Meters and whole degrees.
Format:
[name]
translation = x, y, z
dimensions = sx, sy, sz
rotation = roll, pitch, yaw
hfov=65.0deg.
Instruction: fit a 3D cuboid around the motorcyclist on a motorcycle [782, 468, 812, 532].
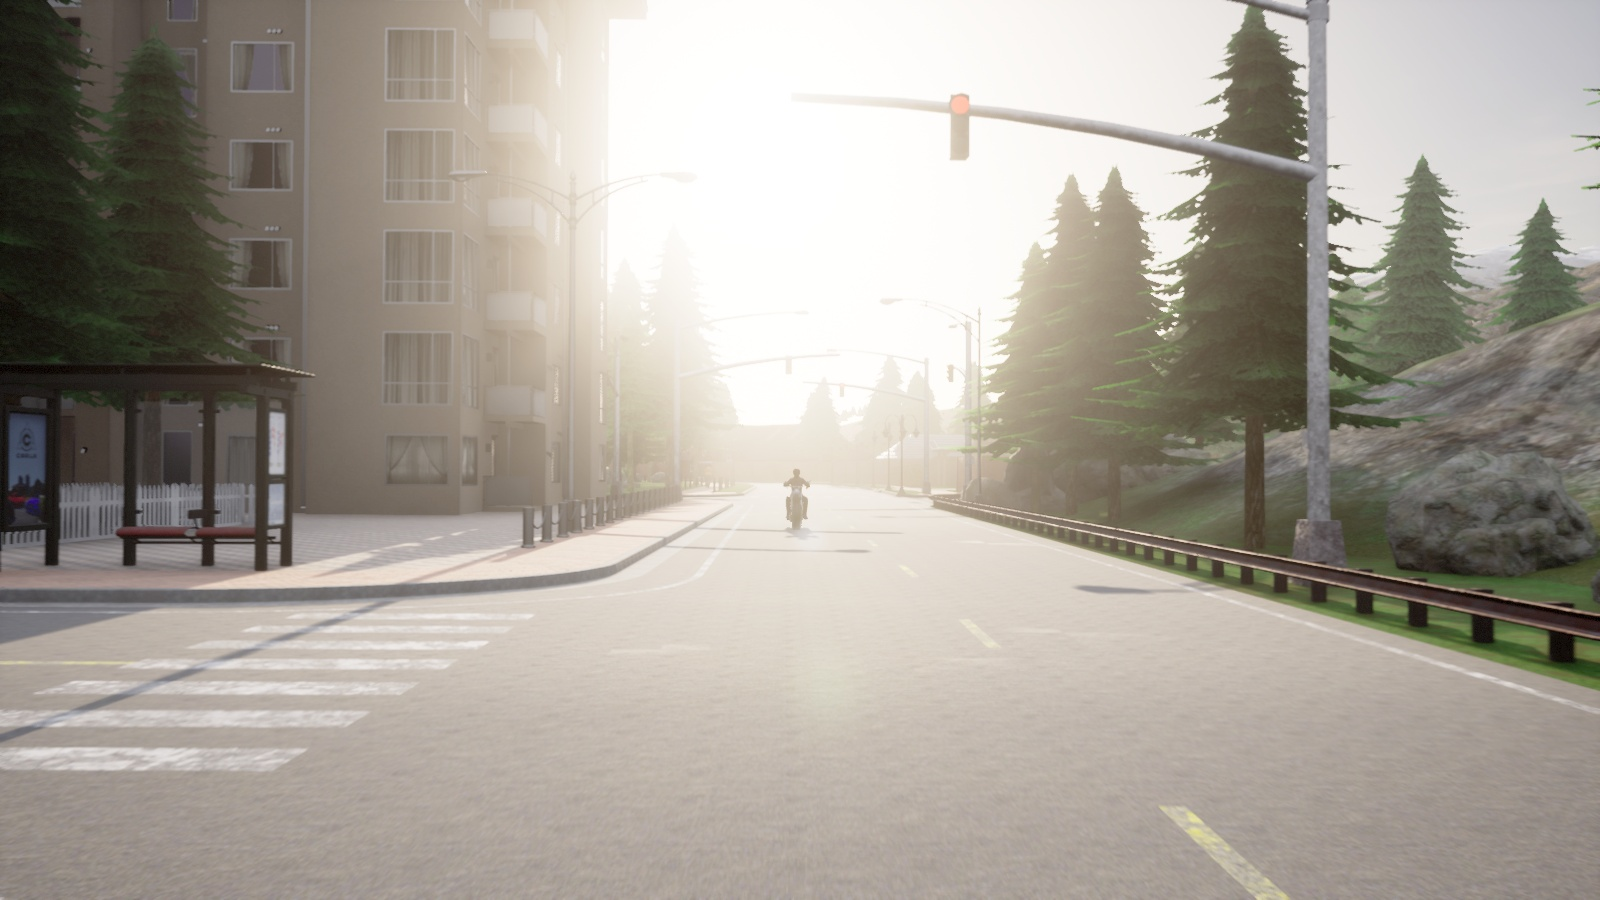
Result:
[motorcyclist on a motorcycle]
translation = -0.080, 1.304, 33.611
dimensions = 0.766, 1.649, 2.350
rotation = 0, 0, 0
